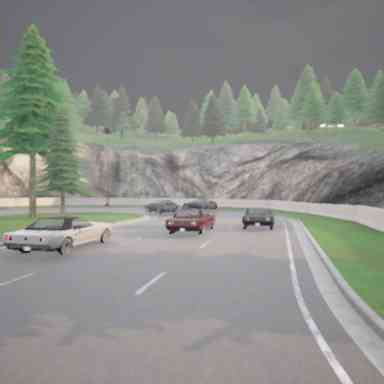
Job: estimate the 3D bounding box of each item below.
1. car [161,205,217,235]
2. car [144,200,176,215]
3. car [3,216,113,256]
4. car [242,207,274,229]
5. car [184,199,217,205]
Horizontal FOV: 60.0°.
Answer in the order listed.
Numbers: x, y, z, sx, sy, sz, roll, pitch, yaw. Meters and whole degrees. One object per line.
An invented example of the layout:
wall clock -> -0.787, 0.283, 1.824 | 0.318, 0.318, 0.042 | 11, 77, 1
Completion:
car -> 0.075, 1.637, 19.064 | 1.895, 1.301, 4.718 | 0, 0, 15
car -> -3.337, 1.552, 34.715 | 2.128, 1.511, 4.902 | 1, 0, -32
car -> -4.996, 1.619, 13.338 | 1.895, 1.301, 4.718 | 0, 0, 14
car -> 4.437, 1.649, 21.959 | 1.895, 1.301, 4.718 | 0, 0, 14
car -> 0.913, 1.569, 40.249 | 2.128, 1.511, 4.902 | 0, 0, -41
